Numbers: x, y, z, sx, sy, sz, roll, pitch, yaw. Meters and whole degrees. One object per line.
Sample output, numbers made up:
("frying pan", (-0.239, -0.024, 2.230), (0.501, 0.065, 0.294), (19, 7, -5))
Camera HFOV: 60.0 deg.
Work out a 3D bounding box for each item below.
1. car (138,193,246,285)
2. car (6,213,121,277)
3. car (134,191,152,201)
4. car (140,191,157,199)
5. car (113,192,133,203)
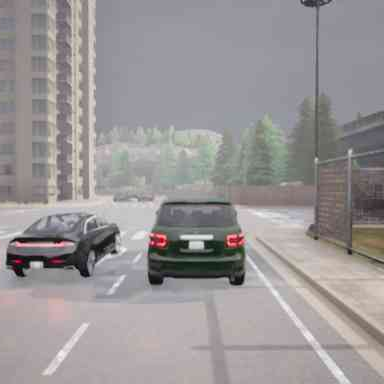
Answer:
("car", (0.122, 1.091, 9.203), (2.150, 2.045, 5.566), (0, 1, 1))
("car", (-3.395, 1.353, 9.716), (2.128, 1.511, 4.902), (0, 1, 0))
("car", (-7.030, 0.635, 50.805), (2.097, 1.767, 4.553), (0, 1, 0))
("car", (-8.866, 0.603, 66.951), (2.033, 1.411, 5.357), (0, 1, -24))
("car", (-10.491, 0.803, 49.675), (1.837, 1.490, 4.892), (0, 1, 0))
